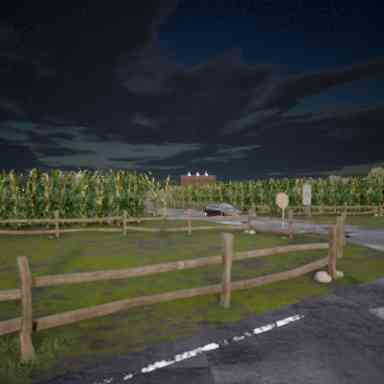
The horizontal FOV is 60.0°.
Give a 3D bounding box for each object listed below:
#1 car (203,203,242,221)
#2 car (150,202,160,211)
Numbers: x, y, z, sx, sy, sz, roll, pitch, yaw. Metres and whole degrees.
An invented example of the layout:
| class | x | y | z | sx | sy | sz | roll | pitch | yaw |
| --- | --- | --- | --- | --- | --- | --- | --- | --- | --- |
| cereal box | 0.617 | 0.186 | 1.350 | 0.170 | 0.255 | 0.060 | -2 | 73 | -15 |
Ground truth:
| class | x | y | z | sx | sy | sz | roll | pitch | yaw |
| --- | --- | --- | --- | --- | --- | --- | --- | --- | --- |
| car | 2.674 | 1.764 | 30.240 | 1.837 | 1.490 | 4.892 | 0 | 0 | -25 |
| car | -6.315 | 1.842 | 49.303 | 2.097 | 1.767 | 4.553 | 0 | 0 | -26 |
